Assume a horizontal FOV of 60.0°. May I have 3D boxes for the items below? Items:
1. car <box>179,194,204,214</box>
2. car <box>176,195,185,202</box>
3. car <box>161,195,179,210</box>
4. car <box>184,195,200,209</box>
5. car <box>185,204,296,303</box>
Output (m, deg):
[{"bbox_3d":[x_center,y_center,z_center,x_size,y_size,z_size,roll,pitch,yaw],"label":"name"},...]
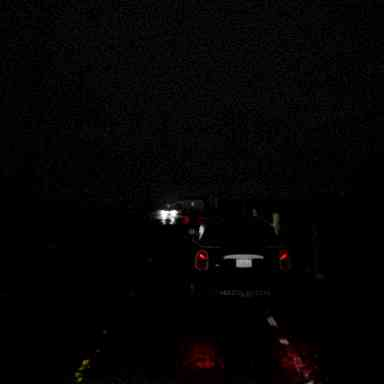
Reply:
[{"bbox_3d":[0.094,1.200,34.858,2.150,2.045,5.566,0,0,1],"label":"car"},{"bbox_3d":[-2.683,1.492,79.007,1.837,1.490,4.892,0,0,0],"label":"car"},{"bbox_3d":[-2.810,1.468,41.913,2.128,1.511,4.902,0,0,0],"label":"car"},{"bbox_3d":[0.046,1.328,46.263,2.097,1.767,4.553,0,0,0],"label":"car"},{"bbox_3d":[0.967,1.343,8.318,2.097,1.767,4.553,0,0,0],"label":"car"}]
